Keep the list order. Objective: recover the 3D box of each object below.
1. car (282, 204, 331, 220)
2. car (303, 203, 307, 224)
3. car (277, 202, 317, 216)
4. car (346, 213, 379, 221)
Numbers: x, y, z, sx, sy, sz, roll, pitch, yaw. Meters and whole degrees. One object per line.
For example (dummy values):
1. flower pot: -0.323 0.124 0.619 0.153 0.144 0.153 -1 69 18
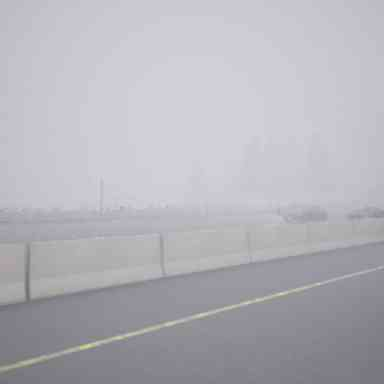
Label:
1. car: 11.806 1.982 34.219 5.357 1.411 2.033 1 -1 -36
2. car: 9.842 1.870 28.489 4.674 1.442 1.812 1 -1 -36
3. car: 12.319 2.007 38.888 4.892 1.490 1.837 2 -1 -36
4. car: 14.649 1.941 27.643 4.181 1.385 1.994 1 -1 -36
